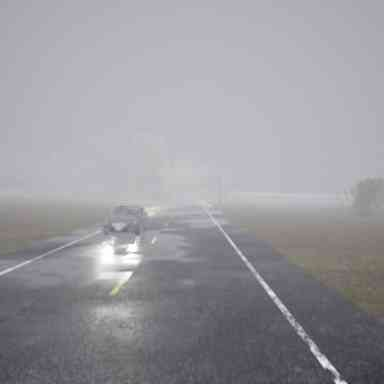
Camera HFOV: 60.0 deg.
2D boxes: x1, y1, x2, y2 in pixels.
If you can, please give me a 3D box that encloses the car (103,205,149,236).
[{"bbox_3d":[-3.498,1.478,18.296,2.128,1.511,4.902,0,0,0],"label":"car"}]
